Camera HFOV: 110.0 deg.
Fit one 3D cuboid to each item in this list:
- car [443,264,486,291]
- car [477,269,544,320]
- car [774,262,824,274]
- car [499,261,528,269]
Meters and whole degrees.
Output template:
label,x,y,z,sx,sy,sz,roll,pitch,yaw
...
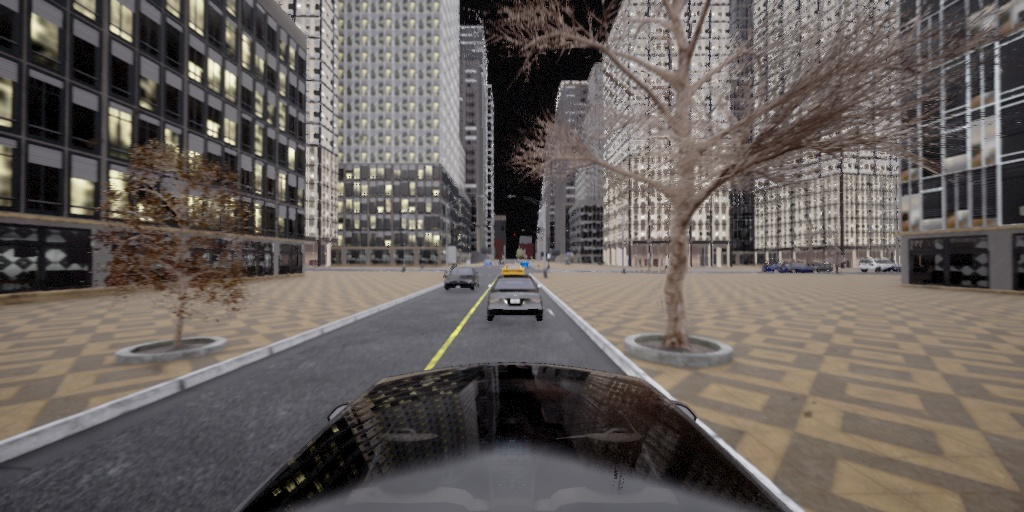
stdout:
label,x,y,z,sx,sy,sz,roll,pitch,yaw
car,-3.099,1.433,23.278,2.033,1.411,5.357,0,0,0
car,0.095,1.368,12.899,2.033,1.411,5.357,0,0,0
car,39.429,1.669,49.290,4.553,1.767,2.097,0,-1,-2
car,0.095,1.410,30.861,1.882,1.535,5.008,0,0,0
